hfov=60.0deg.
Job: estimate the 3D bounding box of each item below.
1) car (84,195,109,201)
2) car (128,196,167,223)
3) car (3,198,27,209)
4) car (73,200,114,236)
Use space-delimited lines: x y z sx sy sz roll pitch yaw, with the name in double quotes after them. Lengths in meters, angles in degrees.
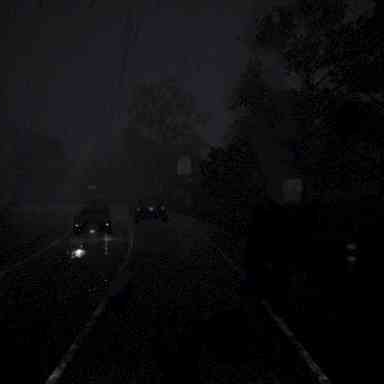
-11.683 1.121 40.501 1.882 1.535 5.008 -4 2 -34 "car"
-3.207 1.089 23.124 2.097 1.767 4.553 -2 1 -17 "car"
-28.209 1.775 52.903 4.902 1.511 2.128 -2 3 38 "car"
-5.260 1.422 18.096 2.033 1.411 5.357 -1 1 -13 "car"
